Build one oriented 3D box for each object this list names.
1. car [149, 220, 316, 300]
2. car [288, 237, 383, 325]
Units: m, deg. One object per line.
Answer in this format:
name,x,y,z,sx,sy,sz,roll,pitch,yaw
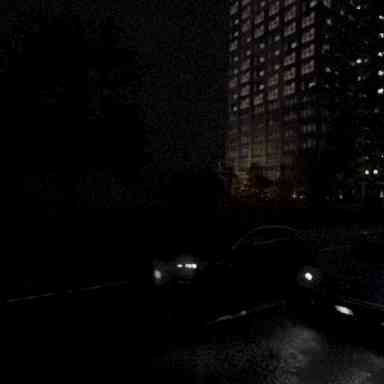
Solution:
car,1.266,1.523,8.578,4.902,1.511,2.128,0,0,-35
car,4.293,1.639,6.745,4.718,1.301,1.895,0,0,-35
